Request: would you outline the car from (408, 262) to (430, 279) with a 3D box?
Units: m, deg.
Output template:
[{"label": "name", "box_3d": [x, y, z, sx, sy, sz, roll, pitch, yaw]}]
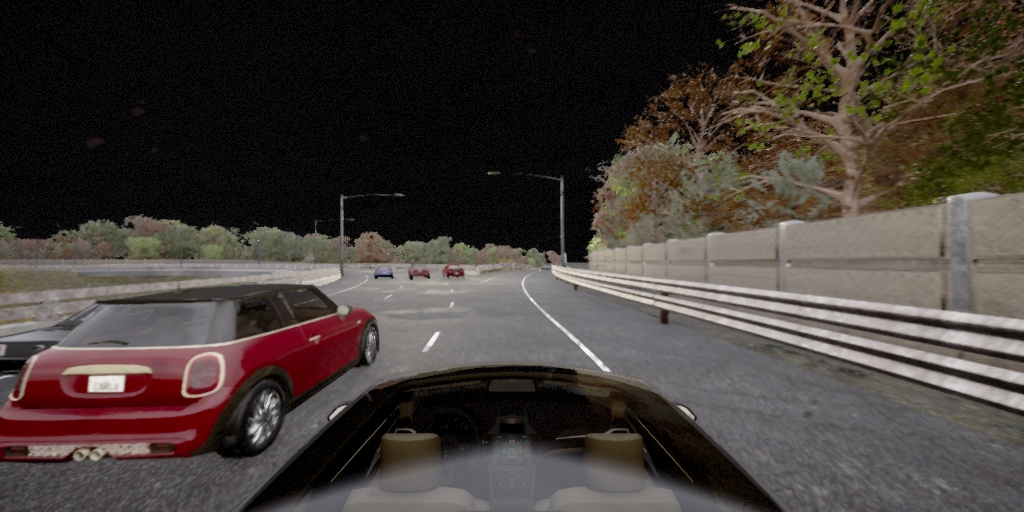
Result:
[{"label": "car", "box_3d": [-10.227, 1.575, 39.218, 2.097, 1.767, 4.553, 0, -1, -19]}]

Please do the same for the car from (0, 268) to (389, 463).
[{"label": "car", "box_3d": [-3.625, 1.166, 5.273, 2.097, 1.767, 4.553, 0, -1, -2]}]

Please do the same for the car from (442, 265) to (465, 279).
[{"label": "car", "box_3d": [-6.474, 1.670, 39.152, 1.882, 1.535, 5.008, 0, -1, -19]}]

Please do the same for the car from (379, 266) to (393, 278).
[{"label": "car", "box_3d": [-14.767, 1.843, 41.306, 1.994, 1.385, 4.181, 0, -1, -22]}]
